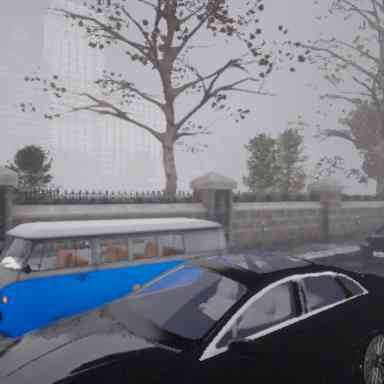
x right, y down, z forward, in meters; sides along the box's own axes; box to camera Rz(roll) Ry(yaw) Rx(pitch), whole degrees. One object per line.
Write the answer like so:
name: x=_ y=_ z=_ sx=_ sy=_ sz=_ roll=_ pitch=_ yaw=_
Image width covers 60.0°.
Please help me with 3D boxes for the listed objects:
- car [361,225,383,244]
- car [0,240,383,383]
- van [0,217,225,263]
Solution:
car: x=7.949 y=1.717 z=12.244 sx=4.313 sy=1.339 sz=1.947 roll=1 pitch=-1 yaw=-36
car: x=0.459 y=1.518 z=3.706 sx=4.902 sy=1.511 sz=2.128 roll=1 pitch=0 yaw=-36
van: x=-1.210 y=1.366 z=5.698 sx=3.998 sy=1.788 sz=1.690 roll=1 pitch=-1 yaw=-36
